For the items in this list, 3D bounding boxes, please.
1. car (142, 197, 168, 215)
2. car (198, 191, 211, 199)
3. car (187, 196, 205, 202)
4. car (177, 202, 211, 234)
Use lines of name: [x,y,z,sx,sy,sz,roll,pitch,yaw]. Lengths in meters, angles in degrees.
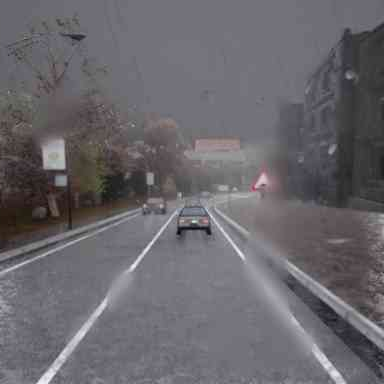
car: [-3.548,1.292,32.520,2.097,1.767,4.553,0,0,1]
car: [2.697,0.676,73.350,2.097,1.767,4.553,2,2,18]
car: [0.184,1.480,38.526,2.033,1.411,5.357,0,0,1]
car: [0.101,1.512,19.035,2.033,1.411,5.357,0,0,0]
